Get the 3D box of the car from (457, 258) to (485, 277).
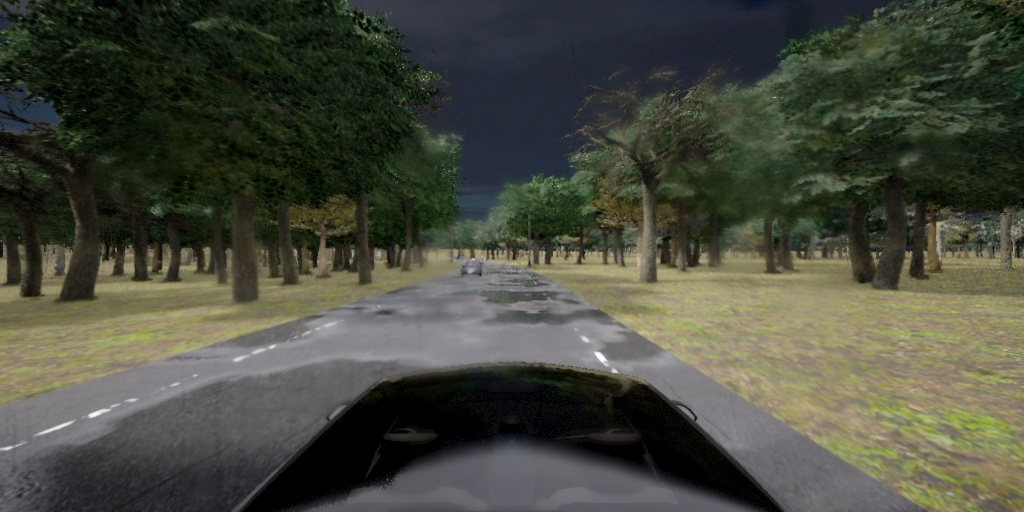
[{"bbox_3d":[-3.789,1.224,34.593,2.128,1.511,4.902,0,0,-2],"label":"car"}]
